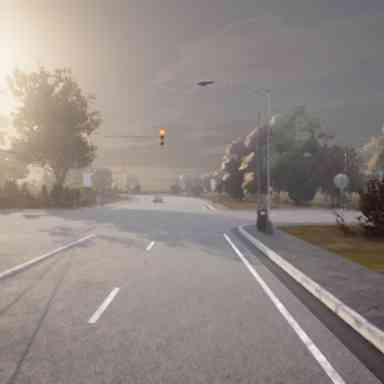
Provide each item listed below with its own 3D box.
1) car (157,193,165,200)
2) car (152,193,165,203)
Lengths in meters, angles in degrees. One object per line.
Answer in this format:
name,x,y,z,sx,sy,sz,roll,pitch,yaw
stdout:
car,-7.748,1.088,84.302,1.837,1.490,4.892,0,0,-4
car,-7.109,1.548,68.880,1.837,1.490,4.892,0,0,-1
